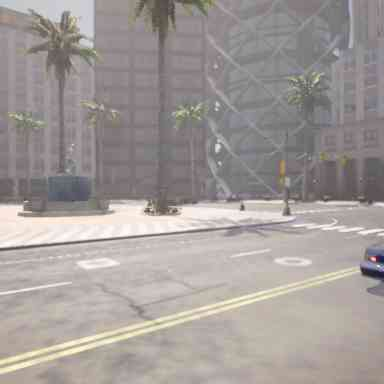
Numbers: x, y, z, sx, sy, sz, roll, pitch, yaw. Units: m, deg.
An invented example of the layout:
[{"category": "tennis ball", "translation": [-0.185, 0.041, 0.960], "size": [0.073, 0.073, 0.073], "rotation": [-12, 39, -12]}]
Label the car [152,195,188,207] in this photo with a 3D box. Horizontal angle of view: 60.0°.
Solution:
[{"category": "car", "translation": [-3.409, 1.152, 48.181], "size": [4.553, 1.767, 2.097], "rotation": [0, 0, 27]}]

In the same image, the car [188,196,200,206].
[{"category": "car", "translation": [-1.243, 1.248, 50.975], "size": [5.008, 1.535, 1.882], "rotation": [0, 0, 29]}]

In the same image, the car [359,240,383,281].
[{"category": "car", "translation": [6.313, 1.468, 8.277], "size": [5.357, 1.411, 2.033], "rotation": [0, 0, -35]}]
